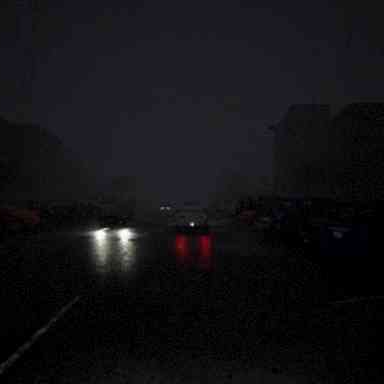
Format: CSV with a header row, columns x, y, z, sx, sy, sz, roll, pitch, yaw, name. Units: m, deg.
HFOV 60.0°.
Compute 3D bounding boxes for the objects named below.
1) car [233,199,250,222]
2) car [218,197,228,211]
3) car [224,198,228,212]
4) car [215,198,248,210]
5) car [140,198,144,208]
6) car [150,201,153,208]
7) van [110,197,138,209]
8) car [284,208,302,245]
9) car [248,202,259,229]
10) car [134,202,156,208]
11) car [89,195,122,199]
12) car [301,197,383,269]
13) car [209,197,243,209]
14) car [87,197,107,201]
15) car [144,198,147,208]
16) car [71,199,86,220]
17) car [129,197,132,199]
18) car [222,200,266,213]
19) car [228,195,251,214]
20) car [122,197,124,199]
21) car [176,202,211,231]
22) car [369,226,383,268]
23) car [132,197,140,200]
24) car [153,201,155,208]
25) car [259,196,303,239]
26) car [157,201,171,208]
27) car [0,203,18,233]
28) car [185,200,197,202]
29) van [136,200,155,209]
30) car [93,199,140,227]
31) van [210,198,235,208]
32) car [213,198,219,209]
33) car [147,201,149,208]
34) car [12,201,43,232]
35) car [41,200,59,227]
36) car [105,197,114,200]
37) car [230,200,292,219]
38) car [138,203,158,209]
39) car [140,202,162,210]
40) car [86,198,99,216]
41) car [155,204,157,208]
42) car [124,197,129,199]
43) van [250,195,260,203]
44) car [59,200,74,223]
x,y,z,sx,sy,sz,roll,pitch,yaw,name
6.097,1.558,24.636,5.366,1.575,1.946,1,0,-20,car
6.038,1.665,36.604,5.366,1.575,1.946,1,-1,-20,car
6.395,1.636,33.741,5.366,1.575,1.946,1,-1,-20,car
6.160,1.824,51.626,4.553,1.767,2.185,1,-2,-20,car
-11.613,2.220,60.114,4.674,1.452,2.002,0,-2,-20,car
-11.564,2.621,71.831,5.008,1.535,2.097,0,-3,-20,car
-11.728,1.869,57.147,4.442,1.987,1.878,0,-1,-20,van
6.347,1.530,12.710,4.892,1.521,2.231,1,0,-20,car
6.143,1.537,18.643,5.366,1.575,1.946,1,0,-20,car
-11.497,3.151,80.590,4.892,1.521,2.231,0,-4,-20,car
-11.642,1.457,39.571,5.566,2.045,2.435,-1,-1,-20,car
6.375,1.271,9.707,5.566,2.045,2.435,1,0,-20,car
6.187,1.939,60.595,5.566,2.045,2.435,1,-2,-20,car
-11.597,1.627,33.714,5.008,1.535,2.097,-1,-1,-20,car
-11.604,2.311,63.052,4.674,1.452,2.002,0,-2,-20,car
-11.533,1.443,27.853,4.553,1.767,2.185,-1,0,-20,car
-11.596,1.747,48.391,4.553,1.767,2.185,0,-1,-20,car
6.174,1.745,39.646,4.792,1.488,2.163,1,-1,-20,car
6.280,1.330,27.707,5.566,2.045,2.435,1,-1,-20,car
-11.613,1.756,42.513,4.892,1.521,2.231,-1,-1,-20,car
-0.012,1.578,20.840,1.812,1.442,4.674,0,0,-1,car
6.353,1.545,6.691,4.792,1.488,2.163,1,0,-20,car
-11.628,2.014,54.248,5.008,1.535,2.097,0,-2,-20,car
-11.543,2.778,74.753,4.892,1.521,2.231,0,-3,-20,car
6.367,1.285,15.726,5.566,2.045,2.435,1,0,-20,car
-5.175,2.417,65.688,2.033,1.411,5.357,0,-2,0,car
-11.464,1.517,16.108,4.892,1.521,2.231,-1,0,-20,car
-0.087,1.678,38.129,1.882,1.535,5.008,0,-1,0,car
-11.575,3.139,83.483,4.442,1.987,1.878,1,-4,-19,van
-5.212,1.544,23.681,1.882,1.535,5.008,0,0,0,car
6.118,2.158,66.555,4.442,1.987,1.878,1,-3,-20,van
6.018,1.814,45.577,5.366,1.575,1.946,1,-1,-20,car
-11.561,2.399,65.985,4.792,1.488,2.163,0,-2,-20,car
-11.492,1.524,19.045,5.008,1.535,2.097,-1,0,-20,car
-11.493,1.409,21.987,4.553,1.767,2.185,-1,0,-20,car
-11.777,1.661,36.586,5.366,1.575,1.946,-1,0,-20,car
6.412,1.605,30.749,5.366,1.575,1.946,1,-1,-20,car
-11.425,3.601,86.418,4.892,1.521,2.231,1,-4,-19,car
-11.345,3.885,92.296,5.566,2.045,2.435,1,-6,-19,car
-11.571,1.593,30.783,5.008,1.535,2.097,-1,0,-20,car
-11.687,2.949,77.605,5.366,1.575,1.946,0,-4,-20,car
-11.617,1.814,45.450,4.892,1.521,2.231,0,-1,-20,car
6.404,1.327,21.749,4.442,1.987,1.878,1,-1,-20,van
-11.547,1.589,24.919,4.674,1.452,2.002,-1,-1,-20,car
